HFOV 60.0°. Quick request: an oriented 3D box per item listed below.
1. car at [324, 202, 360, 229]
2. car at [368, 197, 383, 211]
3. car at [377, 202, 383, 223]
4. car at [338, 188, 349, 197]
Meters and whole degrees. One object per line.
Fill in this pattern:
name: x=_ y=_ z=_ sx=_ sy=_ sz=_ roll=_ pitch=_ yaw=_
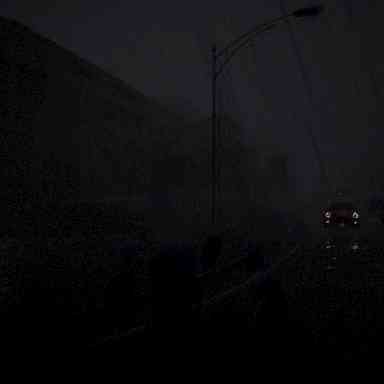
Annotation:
car: x=10.238 y=1.471 z=22.734 sx=2.097 sy=1.767 sz=4.553 roll=0 pitch=0 yaw=25
car: x=21.164 y=1.289 z=37.788 sx=1.882 sy=1.535 sz=5.008 roll=0 pitch=2 yaw=25
car: x=14.753 y=1.663 z=23.759 sx=1.994 sy=1.385 sz=4.181 roll=0 pitch=0 yaw=25
car: x=27.531 y=0.070 z=60.475 sx=1.837 sy=1.490 sz=4.892 roll=0 pitch=4 yaw=25
